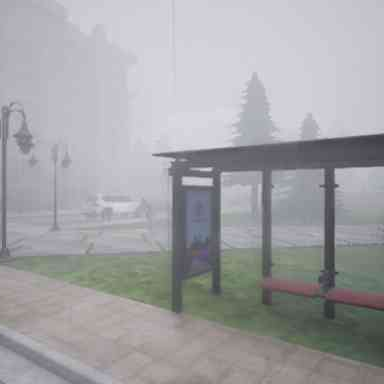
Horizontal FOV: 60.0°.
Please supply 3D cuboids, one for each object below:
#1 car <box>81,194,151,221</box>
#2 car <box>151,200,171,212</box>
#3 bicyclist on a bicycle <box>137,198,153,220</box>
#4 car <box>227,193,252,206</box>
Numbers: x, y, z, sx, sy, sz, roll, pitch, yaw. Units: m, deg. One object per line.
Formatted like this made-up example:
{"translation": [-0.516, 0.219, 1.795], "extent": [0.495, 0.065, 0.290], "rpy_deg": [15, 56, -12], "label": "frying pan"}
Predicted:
{"translation": [-6.317, 1.151, 27.150], "extent": [2.150, 2.045, 5.566], "rpy_deg": [0, 0, 38], "label": "car"}
{"translation": [-4.489, 1.520, 35.865], "extent": [1.895, 1.301, 4.718], "rpy_deg": [0, 0, 36], "label": "car"}
{"translation": [-3.495, 1.240, 24.522], "extent": [1.656, 1.620, 0.582], "rpy_deg": [0, 0, 36], "label": "bicyclist on a bicycle"}
{"translation": [7.684, 1.138, 52.411], "extent": [2.150, 2.045, 5.566], "rpy_deg": [0, 0, 36], "label": "car"}
